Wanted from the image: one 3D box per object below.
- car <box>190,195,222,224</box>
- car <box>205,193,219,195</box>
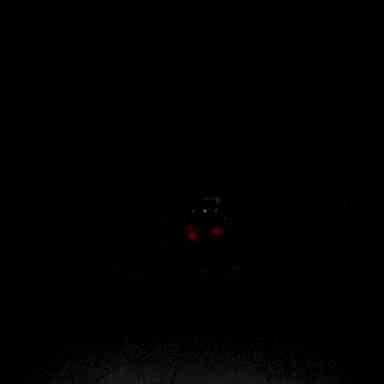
[{"bbox_3d":[1.009,1.315,24.679,2.097,1.767,4.553,0,0,4],"label":"car"},{"bbox_3d":[2.630,1.111,42.787,2.150,2.045,5.566,0,0,6],"label":"car"}]
